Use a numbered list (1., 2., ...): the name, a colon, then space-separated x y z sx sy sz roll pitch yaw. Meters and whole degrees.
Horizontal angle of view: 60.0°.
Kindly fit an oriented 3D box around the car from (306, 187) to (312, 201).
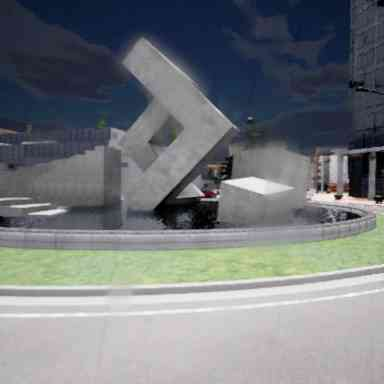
1. car: 12.094 0.313 41.731 5.566 2.045 2.150 2 2 40

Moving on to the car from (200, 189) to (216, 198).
1. car: 1.451 0.341 49.119 4.674 1.442 1.812 0 2 -35
